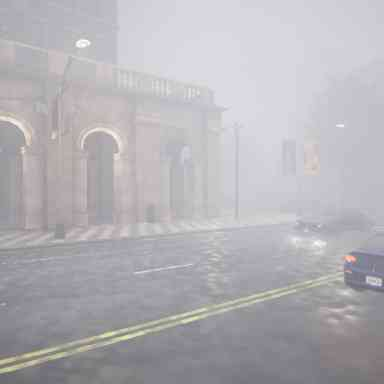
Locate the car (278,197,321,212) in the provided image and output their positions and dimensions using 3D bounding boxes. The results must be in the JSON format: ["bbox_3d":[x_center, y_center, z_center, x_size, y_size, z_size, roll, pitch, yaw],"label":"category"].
[{"bbox_3d":[11.640,1.564,36.987,1.994,1.385,4.181,0,0,-34],"label":"car"}]

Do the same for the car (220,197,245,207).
[{"bbox_3d":[6.009,1.500,51.076,1.837,1.490,4.892,0,1,-36],"label":"car"}]

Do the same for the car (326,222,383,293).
[{"bbox_3d":[5.326,1.526,7.663,4.674,1.442,1.812,0,0,-36],"label":"car"}]

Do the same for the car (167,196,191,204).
[{"bbox_3d":[-2.518,1.547,62.977,2.033,1.411,5.357,0,0,-35],"label":"car"}]

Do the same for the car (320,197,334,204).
[{"bbox_3d":[14.650,1.352,39.068,2.097,1.767,4.553,0,0,-36],"label":"car"}]

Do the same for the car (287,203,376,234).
[{"bbox_3d":[7.939,1.547,18.204,5.357,1.411,2.033,0,0,-34],"label":"car"}]
